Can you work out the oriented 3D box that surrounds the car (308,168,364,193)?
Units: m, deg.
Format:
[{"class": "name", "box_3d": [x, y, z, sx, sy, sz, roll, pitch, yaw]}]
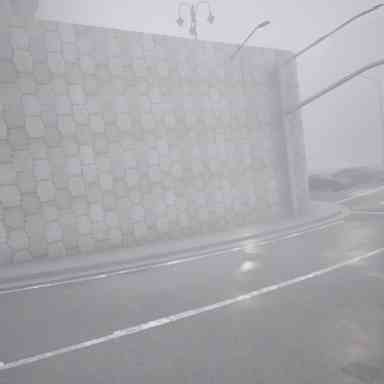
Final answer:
[{"class": "car", "box_3d": [10.263, -0.732, 26.431, 2.033, 1.411, 5.357, -11, 6, -35]}]

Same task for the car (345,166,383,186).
[{"class": "car", "box_3d": [13.865, -1.343, 27.398, 1.837, 1.490, 4.892, -11, 6, -36]}]
